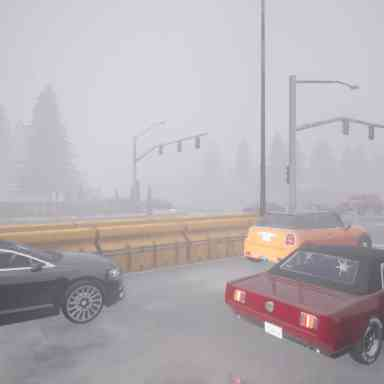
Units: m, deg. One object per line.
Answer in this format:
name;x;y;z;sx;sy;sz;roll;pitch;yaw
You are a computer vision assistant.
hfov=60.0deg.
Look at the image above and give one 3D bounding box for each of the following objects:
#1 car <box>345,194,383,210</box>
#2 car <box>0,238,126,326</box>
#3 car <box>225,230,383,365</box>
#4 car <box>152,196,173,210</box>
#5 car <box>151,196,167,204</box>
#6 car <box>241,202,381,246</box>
car;16.852;1.222;33.247;5.566;2.045;2.150;0;0;-35
car;-3.543;1.492;5.511;4.902;1.511;2.128;0;0;-36
car;2.922;1.601;5.837;4.718;1.301;1.895;0;0;-36
car;-4.253;1.564;43.979;1.994;1.385;4.181;0;0;-36
car;-6.720;1.525;66.969;1.812;1.442;4.674;0;0;-25
car;3.870;1.352;10.817;4.553;1.767;2.097;0;0;-36
